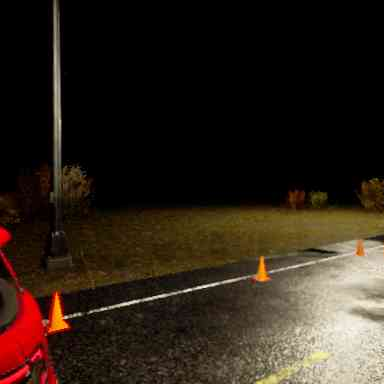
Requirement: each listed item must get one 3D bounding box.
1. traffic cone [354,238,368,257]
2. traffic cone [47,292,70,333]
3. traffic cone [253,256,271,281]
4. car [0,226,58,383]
[{"bbox_3d":[5.776,1.882,11.408,0.340,0.580,0.340,-1,0,-37],"label":"traffic cone"},{"bbox_3d":[-2.248,1.951,5.519,0.340,0.580,0.340,0,0,-36],"label":"traffic cone"},{"bbox_3d":[1.775,1.917,8.448,0.340,0.580,0.340,0,0,-36],"label":"traffic cone"},{"bbox_3d":[-3.405,1.239,1.076,5.566,2.045,2.150,0,0,-36],"label":"car"}]
